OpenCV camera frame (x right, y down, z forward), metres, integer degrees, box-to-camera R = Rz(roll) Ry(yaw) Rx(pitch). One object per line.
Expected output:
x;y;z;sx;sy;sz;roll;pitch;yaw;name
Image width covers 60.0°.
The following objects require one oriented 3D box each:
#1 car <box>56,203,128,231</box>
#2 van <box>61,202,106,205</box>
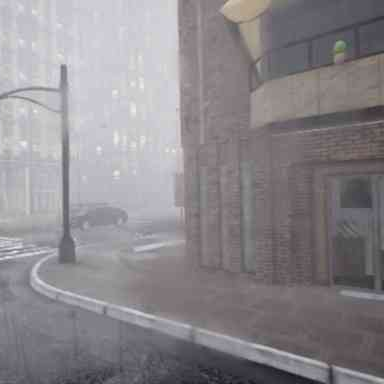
-6.576;1.738;22.689;1.837;1.490;4.892;-2;-1;36;car
-8.120;1.651;24.991;1.690;1.788;3.998;-2;-1;36;van
